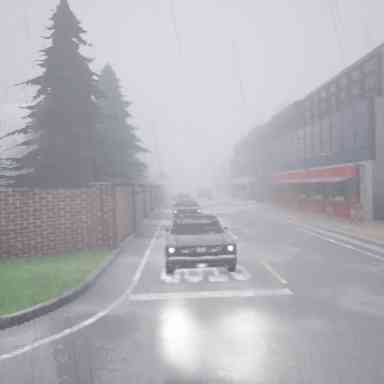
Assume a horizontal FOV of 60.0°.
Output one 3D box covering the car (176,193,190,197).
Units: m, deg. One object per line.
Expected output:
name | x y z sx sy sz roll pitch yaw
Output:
car | -0.926 0.887 36.009 1.837 1.490 4.892 -2 1 -2

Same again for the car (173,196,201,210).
car | -0.371 1.224 22.436 1.895 1.301 4.718 -2 1 -2

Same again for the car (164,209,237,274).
car | 0.137 1.440 10.266 1.895 1.301 4.718 -2 1 -2

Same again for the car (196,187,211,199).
car | 1.946 0.157 55.290 2.150 2.045 5.566 -2 1 -2
